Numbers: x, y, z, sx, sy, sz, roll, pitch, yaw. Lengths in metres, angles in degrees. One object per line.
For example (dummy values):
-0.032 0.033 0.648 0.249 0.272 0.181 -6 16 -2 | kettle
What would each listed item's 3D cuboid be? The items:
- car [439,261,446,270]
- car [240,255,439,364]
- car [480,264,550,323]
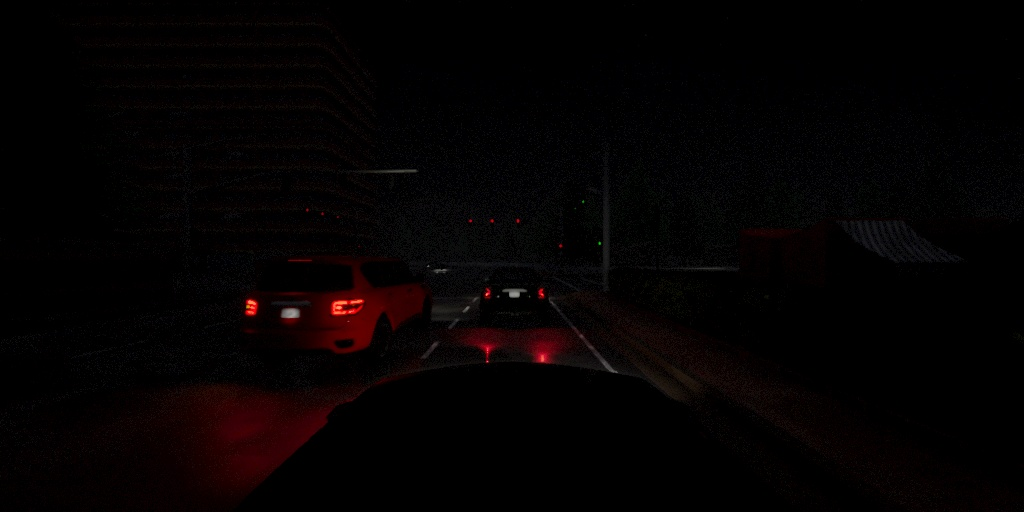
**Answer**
-12.710 1.546 60.269 2.033 1.411 5.357 0 0 -30 | car
-3.437 1.000 8.306 2.150 2.045 5.566 0 0 1 | car
0.082 1.148 12.538 2.097 1.767 4.553 0 0 0 | car
